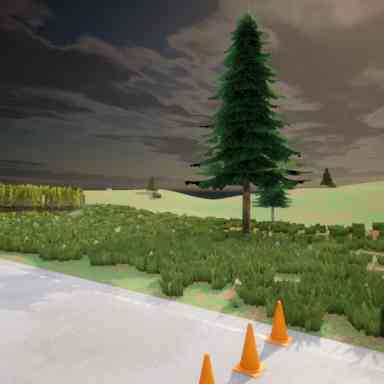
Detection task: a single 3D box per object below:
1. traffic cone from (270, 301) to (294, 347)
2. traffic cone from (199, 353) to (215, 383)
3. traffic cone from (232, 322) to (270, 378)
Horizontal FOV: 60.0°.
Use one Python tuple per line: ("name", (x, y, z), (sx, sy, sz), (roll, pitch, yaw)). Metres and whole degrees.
("traffic cone", (1.324, 1.955, 5.047), (0.340, 0.580, 0.340), (0, 0, 36))
("traffic cone", (0.154, 1.955, 3.424), (0.340, 0.580, 0.340), (0, 0, 36))
("traffic cone", (0.739, 1.955, 4.235), (0.340, 0.580, 0.340), (0, 0, 36))
